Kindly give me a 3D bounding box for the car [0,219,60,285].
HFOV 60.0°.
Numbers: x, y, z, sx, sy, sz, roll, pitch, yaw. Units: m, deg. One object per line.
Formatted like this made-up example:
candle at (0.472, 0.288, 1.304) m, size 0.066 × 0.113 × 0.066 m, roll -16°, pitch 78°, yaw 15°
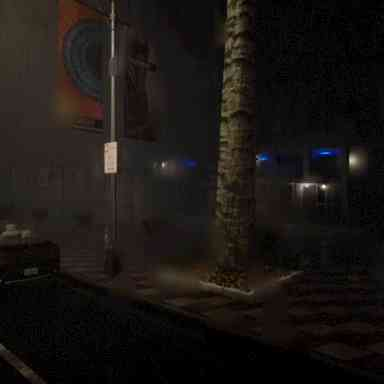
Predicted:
car at (-5.303, 1.476, 8.914) m, size 4.892 × 1.521 × 2.231 m, roll 0°, pitch 0°, yaw 42°
